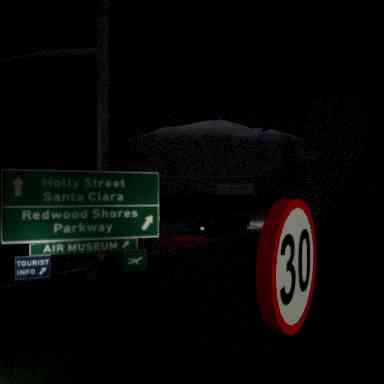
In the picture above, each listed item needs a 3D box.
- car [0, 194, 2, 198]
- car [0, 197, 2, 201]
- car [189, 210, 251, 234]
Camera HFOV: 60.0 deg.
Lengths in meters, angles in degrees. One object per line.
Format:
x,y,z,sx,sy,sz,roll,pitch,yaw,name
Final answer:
-38.770,1.489,69.898,4.514,1.523,2.007,0,0,35,car
-12.447,1.504,26.027,1.905,1.878,3.866,0,0,35,car
1.891,1.792,20.891,1.895,1.301,4.718,0,0,36,car
